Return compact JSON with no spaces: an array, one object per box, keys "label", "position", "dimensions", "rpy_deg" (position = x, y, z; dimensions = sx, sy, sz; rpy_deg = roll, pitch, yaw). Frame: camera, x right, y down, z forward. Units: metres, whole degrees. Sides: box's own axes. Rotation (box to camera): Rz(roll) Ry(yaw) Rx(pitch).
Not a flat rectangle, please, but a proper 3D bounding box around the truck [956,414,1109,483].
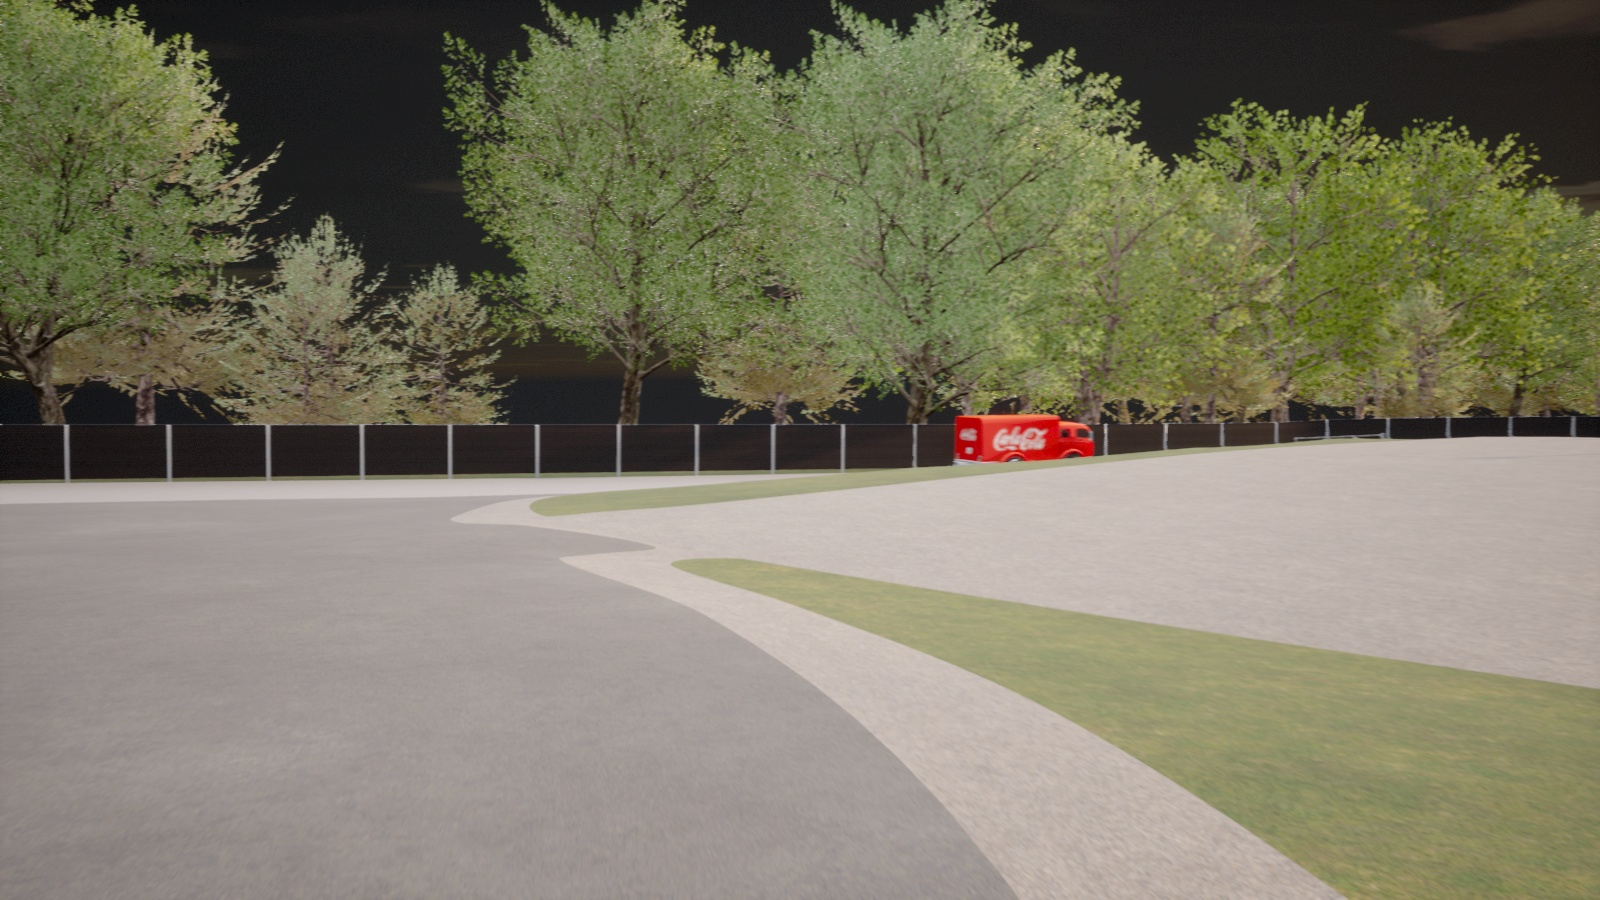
[{"label":"truck","position":[9.011,-0.119,48.764],"dimensions":[5.204,2.467,2.627],"rpy_deg":[-1,3,-19]}]
